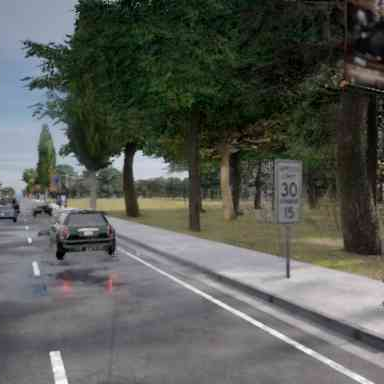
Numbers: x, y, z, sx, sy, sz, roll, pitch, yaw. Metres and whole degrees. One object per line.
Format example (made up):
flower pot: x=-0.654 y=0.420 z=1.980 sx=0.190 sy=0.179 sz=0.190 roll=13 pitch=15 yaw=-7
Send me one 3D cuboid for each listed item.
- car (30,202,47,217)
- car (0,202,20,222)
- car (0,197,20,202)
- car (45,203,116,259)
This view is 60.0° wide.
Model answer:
car: x=-16.555 y=1.915 z=36.613 sx=1.837 sy=1.490 sz=4.892 roll=0 pitch=-1 yaw=-27
car: x=-16.376 y=1.876 z=29.149 sx=2.033 sy=1.411 sz=5.357 roll=0 pitch=-1 yaw=-27
car: x=-22.715 y=1.687 z=41.341 sx=2.150 sy=2.045 sz=5.566 roll=0 pitch=-1 yaw=-27
car: x=-4.653 y=1.503 z=13.685 sx=2.097 sy=1.767 sz=4.553 roll=0 pitch=-1 yaw=-27
